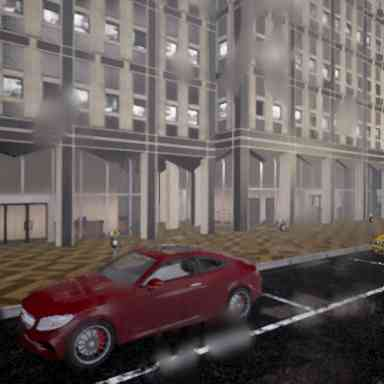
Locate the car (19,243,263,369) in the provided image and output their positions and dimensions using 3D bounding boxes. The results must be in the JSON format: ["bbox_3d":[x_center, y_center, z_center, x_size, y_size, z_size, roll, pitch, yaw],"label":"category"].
[{"bbox_3d":[-0.589,1.596,5.680,4.206,1.307,1.802,0,0,-36],"label":"car"}]

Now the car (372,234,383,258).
[{"bbox_3d":[8.304,1.596,12.026,4.829,1.417,1.752,0,0,-36],"label":"car"}]
